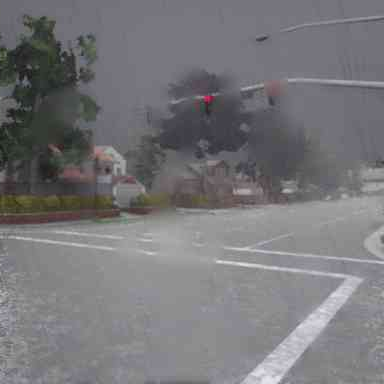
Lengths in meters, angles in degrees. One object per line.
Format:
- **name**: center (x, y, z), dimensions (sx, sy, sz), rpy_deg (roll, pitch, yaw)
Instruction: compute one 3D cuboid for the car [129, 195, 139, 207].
- **car**: center (-5.799, 1.122, 40.454), dimensions (3.806, 1.475, 1.970), rpy_deg (0, 0, 36)
